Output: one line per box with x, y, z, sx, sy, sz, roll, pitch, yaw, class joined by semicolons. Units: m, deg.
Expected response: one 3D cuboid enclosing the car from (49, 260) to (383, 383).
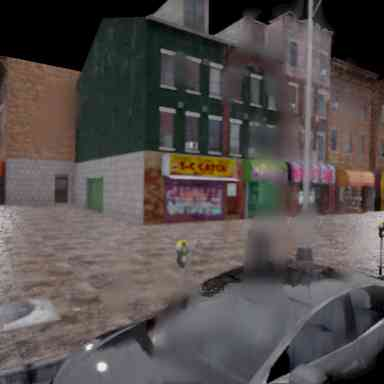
0.838;1.507;3.394;4.313;1.339;1.947;0;2;-33;car
